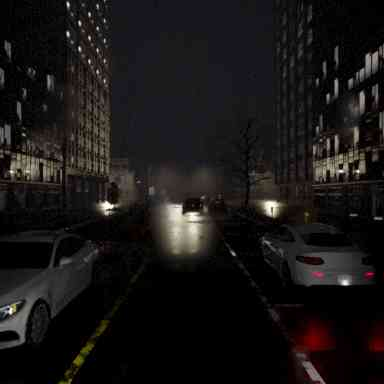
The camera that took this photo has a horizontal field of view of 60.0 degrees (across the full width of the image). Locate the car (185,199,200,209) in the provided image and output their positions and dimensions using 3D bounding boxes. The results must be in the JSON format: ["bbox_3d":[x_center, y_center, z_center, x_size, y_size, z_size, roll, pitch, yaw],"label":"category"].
[{"bbox_3d":[0.085,1.600,45.729,1.895,1.301,4.718,0,0,0],"label":"car"}]

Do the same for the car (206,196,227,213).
[{"bbox_3d":[2.701,1.440,36.031,1.967,1.590,4.097,0,0,0],"label":"car"}]

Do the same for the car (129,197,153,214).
[{"bbox_3d":[-5.680,1.526,35.877,1.752,1.417,4.829,0,0,0],"label":"car"}]

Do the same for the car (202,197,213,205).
[{"bbox_3d":[2.704,1.541,58.798,1.887,1.381,4.507,0,0,0],"label":"car"}]

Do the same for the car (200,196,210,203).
[{"bbox_3d":[2.706,1.545,70.182,2.008,1.369,4.403,0,0,0],"label":"car"}]

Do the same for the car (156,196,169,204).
[{"bbox_3d":[-5.676,1.546,64.509,2.008,1.369,4.403,0,0,0],"label":"car"}]

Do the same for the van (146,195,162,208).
[{"bbox_3d":[-5.677,1.340,47.432,1.690,1.788,3.998,0,0,0],"label":"van"}]

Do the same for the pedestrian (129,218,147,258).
[{"bbox_3d":[-1.867,1.294,11.502,0.375,1.860,0.375,0,0,-2],"label":"pedestrian"}]

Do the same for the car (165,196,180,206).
[{"bbox_3d":[-3.075,1.474,56.798,1.882,1.535,5.008,0,0,0],"label":"car"}]

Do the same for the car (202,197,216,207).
[{"bbox_3d":[2.703,1.548,53.106,2.008,1.369,4.403,0,0,0],"label":"car"}]

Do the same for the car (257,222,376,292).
[{"bbox_3d":[3.002,1.527,8.830,1.812,1.442,4.674,0,0,0],"label":"car"}]

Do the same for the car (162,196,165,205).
[{"bbox_3d":[-5.676,1.436,58.816,1.967,1.590,4.097,0,0,0],"label":"car"}]

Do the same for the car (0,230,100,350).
[{"bbox_3d":[-3.098,1.526,6.372,1.812,1.442,4.674,0,0,0],"label":"car"}]

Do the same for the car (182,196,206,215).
[{"bbox_3d":[0.091,1.352,34.396,2.097,1.767,4.553,0,0,0],"label":"car"}]
